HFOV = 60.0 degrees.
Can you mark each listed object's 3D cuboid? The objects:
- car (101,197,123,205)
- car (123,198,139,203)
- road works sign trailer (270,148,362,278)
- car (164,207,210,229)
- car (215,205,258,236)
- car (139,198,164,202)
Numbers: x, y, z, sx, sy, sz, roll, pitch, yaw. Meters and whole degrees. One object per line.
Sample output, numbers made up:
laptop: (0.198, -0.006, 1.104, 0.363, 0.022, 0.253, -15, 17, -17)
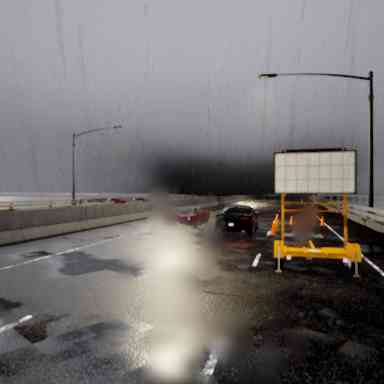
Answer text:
car: (-11.069, 1.516, 47.274, 1.812, 1.442, 4.674, 0, 0, 17)
car: (-7.486, 1.516, 47.043, 1.812, 1.442, 4.674, 0, 0, 17)
road works sign trailer: (3.785, 0.464, 10.398, 2.380, 3.560, 2.880, 0, 0, 16)
car: (-0.162, 1.597, 21.616, 1.895, 1.301, 4.718, 0, 0, 16)
car: (2.600, 1.475, 18.561, 1.882, 1.535, 5.008, 0, -1, 16)
car: (-4.787, 1.592, 43.862, 1.895, 1.301, 4.718, 0, 0, 17)
